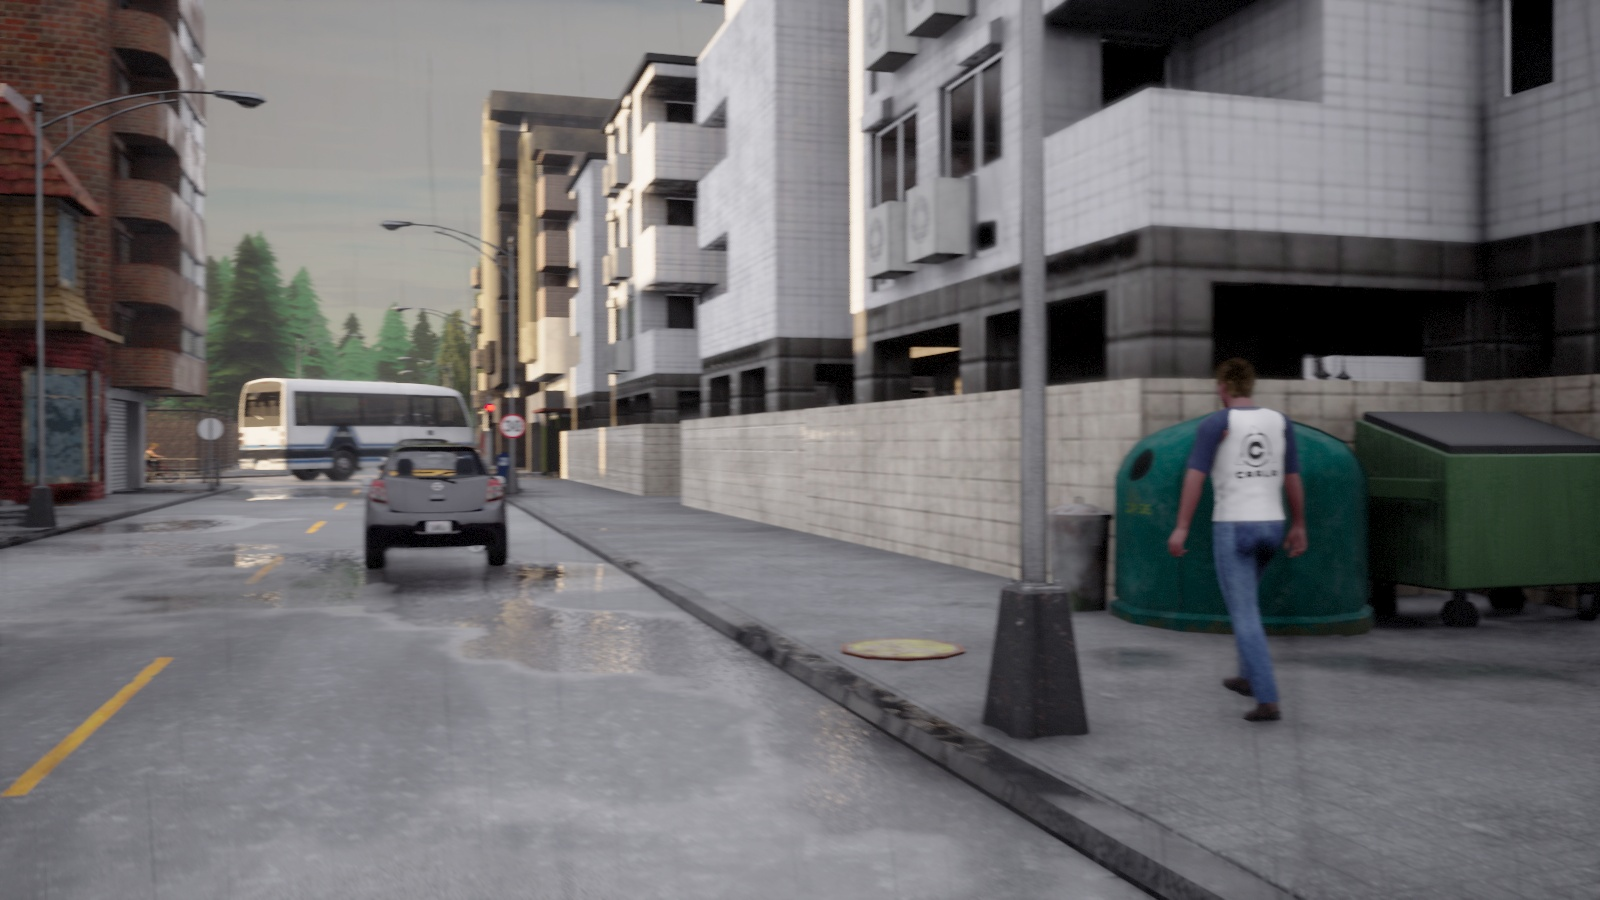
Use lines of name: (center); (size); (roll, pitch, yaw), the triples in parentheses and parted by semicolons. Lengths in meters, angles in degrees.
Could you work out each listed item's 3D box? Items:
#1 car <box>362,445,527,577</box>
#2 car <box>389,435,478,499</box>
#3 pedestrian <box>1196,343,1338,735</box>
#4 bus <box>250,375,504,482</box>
car: (-4.633, 0.685, 16.323); (1.845, 1.501, 3.633); (0, 0, -17)
car: (-10.234, 0.430, 35.017); (2.242, 1.667, 4.611); (0, 0, -17)
pedestrian: (2.311, 0.417, 6.263); (0.354, 1.836, 0.706); (0, 0, -10)
bus: (-18.369, -0.886, 55.510); (3.944, 4.253, 10.273); (-1, 0, 35)
